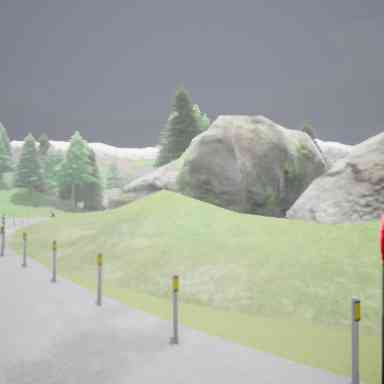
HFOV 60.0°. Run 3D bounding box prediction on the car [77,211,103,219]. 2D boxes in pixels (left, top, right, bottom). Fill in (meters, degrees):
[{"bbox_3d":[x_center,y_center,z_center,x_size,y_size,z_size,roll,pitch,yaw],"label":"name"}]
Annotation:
[{"bbox_3d":[-17.327,3.950,56.794,1.895,1.301,4.718,0,-5,21],"label":"car"}]
